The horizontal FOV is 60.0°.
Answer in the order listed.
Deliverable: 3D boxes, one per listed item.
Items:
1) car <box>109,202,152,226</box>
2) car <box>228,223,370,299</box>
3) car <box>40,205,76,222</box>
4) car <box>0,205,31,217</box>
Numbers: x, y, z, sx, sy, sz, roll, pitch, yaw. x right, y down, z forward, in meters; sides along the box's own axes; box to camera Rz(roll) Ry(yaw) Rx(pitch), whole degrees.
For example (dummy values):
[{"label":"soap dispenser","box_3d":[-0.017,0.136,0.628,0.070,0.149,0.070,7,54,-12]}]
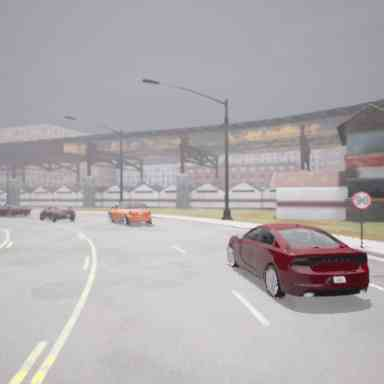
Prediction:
[{"label":"car","box_3d":[-5.035,1.648,26.649,2.097,1.767,4.553,0,-1,-33]},{"label":"car","box_3d":[2.402,1.560,8.836,1.882,1.535,5.008,0,-1,-10]},{"label":"car","box_3d":[-11.986,1.882,29.676,1.812,1.442,4.674,0,-1,-44]},{"label":"car","box_3d":[-20.088,2.063,36.752,4.718,1.301,1.895,-1,-1,28]}]
